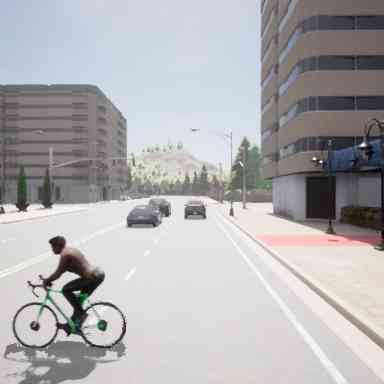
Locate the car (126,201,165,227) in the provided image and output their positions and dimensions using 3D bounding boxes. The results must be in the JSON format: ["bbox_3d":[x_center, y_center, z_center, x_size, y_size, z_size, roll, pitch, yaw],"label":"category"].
[{"bbox_3d":[-3.209,1.564,22.956,1.994,1.385,4.181,0,0,1],"label":"car"}]

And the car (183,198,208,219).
[{"bbox_3d":[0.302,1.505,29.584,1.837,1.490,4.892,0,0,1],"label":"car"}]

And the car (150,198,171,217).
[{"bbox_3d":[-3.133,1.352,31.596,2.097,1.767,4.553,0,0,0],"label":"car"}]

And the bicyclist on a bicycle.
[{"bbox_3d":[-1.759,1.452,4.760,1.656,1.620,0.582,0,0,1],"label":"bicyclist on a bicycle"}]

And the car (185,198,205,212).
[{"bbox_3d":[0.332,1.491,38.943,2.128,1.511,4.902,0,0,1],"label":"car"}]
